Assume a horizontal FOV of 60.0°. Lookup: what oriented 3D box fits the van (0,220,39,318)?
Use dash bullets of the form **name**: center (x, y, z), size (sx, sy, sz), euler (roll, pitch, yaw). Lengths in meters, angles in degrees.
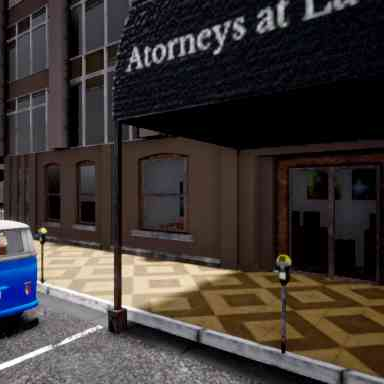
- **van**: center (-4.509, 1.341, 6.080), size (3.998, 1.788, 1.690), euler (0, 0, 35)
